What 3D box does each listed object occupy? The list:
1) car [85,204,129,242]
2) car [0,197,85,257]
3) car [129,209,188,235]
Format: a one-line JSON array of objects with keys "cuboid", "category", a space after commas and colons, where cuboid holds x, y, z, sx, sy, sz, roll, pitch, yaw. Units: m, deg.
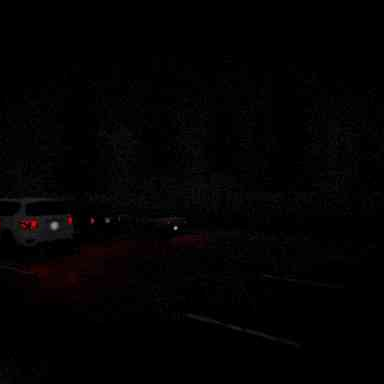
[{"cuboid": [-5.603, 1.358, 16.545, 4.553, 1.767, 2.097, 0, 0, 36], "category": "car"}, {"cuboid": [-6.998, 1.230, 13.237, 5.566, 2.045, 2.150, 0, 0, 36], "category": "car"}, {"cuboid": [-2.656, 1.607, 18.736, 4.718, 1.301, 1.895, 0, 0, 36], "category": "car"}]
